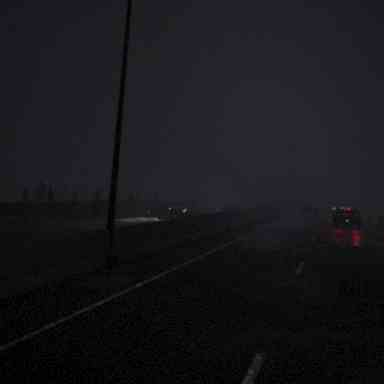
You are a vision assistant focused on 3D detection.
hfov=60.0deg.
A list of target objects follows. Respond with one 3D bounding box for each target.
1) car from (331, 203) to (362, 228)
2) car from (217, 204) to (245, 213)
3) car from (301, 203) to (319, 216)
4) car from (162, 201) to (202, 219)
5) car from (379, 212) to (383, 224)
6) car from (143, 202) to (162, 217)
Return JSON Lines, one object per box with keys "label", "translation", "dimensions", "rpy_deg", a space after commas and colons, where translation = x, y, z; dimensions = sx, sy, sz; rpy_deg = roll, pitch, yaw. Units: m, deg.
{"label": "car", "translation": [11.641, 1.806, 25.131], "dimensions": [2.128, 1.511, 4.902], "rpy_deg": [0, -1, 23]}
{"label": "car", "translation": [4.179, 1.957, 34.905], "dimensions": [1.895, 1.301, 4.718], "rpy_deg": [0, -1, 23]}
{"label": "car", "translation": [14.629, 2.159, 41.166], "dimensions": [1.882, 1.535, 5.008], "rpy_deg": [0, -3, 22]}
{"label": "car", "translation": [-0.687, 1.650, 32.408], "dimensions": [2.097, 1.767, 4.553], "rpy_deg": [0, -1, 23]}
{"label": "car", "translation": [15.479, 1.947, 25.223], "dimensions": [1.895, 1.301, 4.718], "rpy_deg": [0, -1, 23]}
{"label": "car", "translation": [-3.322, 1.796, 35.156], "dimensions": [2.128, 1.511, 4.902], "rpy_deg": [0, -1, 23]}
